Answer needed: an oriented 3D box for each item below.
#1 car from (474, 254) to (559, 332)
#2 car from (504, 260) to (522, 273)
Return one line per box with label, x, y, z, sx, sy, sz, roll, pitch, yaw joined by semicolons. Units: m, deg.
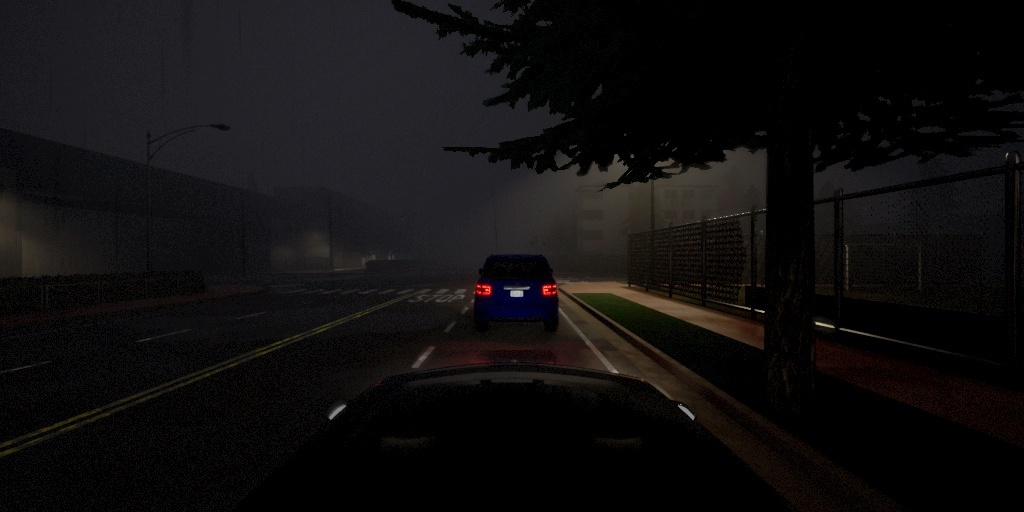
car;0.119;0.972;11.021;2.150;2.045;5.566;0;0;0
car;0.053;1.241;44.665;2.128;1.511;4.902;0;0;0
